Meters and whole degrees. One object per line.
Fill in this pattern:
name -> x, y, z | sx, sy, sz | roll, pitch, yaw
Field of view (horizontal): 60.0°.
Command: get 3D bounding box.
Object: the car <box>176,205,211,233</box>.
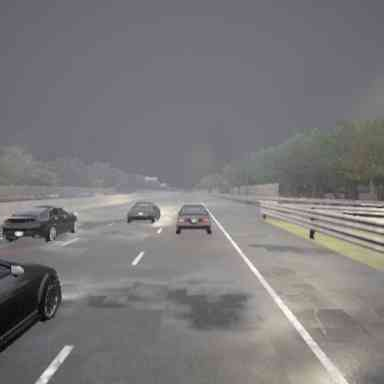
car -> 0.087, 1.423, 18.625 | 2.033, 1.411, 5.357 | 0, 0, 0

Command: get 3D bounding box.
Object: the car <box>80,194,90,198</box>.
car -> -28.095, 1.135, 87.639 | 1.994, 1.385, 4.181 | 0, 0, 0

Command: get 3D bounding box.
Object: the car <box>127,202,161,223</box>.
car -> -3.416, 1.409, 24.219 | 1.994, 1.385, 4.181 | 0, 0, 0

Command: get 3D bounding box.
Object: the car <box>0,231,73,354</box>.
car -> -3.403, 1.530, 4.490 | 1.994, 1.385, 4.181 | 0, 0, 0

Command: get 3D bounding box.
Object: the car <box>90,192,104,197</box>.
car -> -24.596, 1.106, 87.967 | 1.812, 1.442, 4.674 | 0, 0, 0

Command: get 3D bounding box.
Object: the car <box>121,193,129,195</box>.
car -> -17.597, 1.176, 87.978 | 1.895, 1.301, 4.718 | 0, 0, 0

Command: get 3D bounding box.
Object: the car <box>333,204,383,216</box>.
car -> 13.158, 1.569, 25.355 | 1.895, 1.301, 4.718 | 0, 0, -23

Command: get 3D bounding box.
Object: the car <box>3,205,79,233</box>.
car -> -6.910, 1.398, 15.720 | 1.837, 1.490, 4.892 | 0, 0, 0

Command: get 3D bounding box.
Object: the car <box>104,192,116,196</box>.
car -> -21.096, 1.176, 87.958 | 1.895, 1.301, 4.718 | 0, 0, 0
